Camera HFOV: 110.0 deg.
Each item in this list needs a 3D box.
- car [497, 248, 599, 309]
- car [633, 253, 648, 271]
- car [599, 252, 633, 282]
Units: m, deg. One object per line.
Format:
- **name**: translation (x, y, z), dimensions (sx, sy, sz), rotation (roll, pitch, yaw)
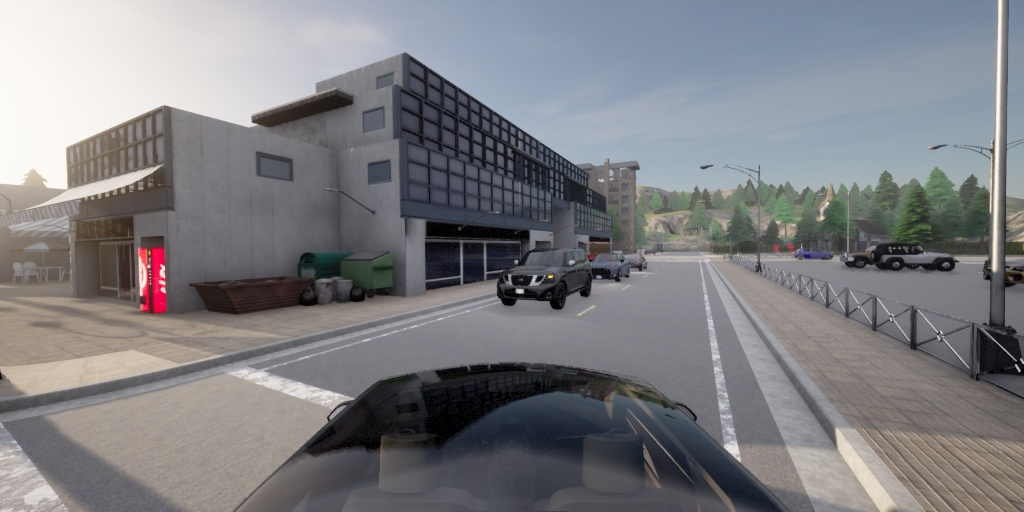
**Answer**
- **car**: translation (1.515, 0.705, 13.909), dimensions (2.150, 2.045, 5.566), rotation (0, 1, 27)
- **car**: translation (10.755, 0.494, 31.724), dimensions (1.812, 1.442, 4.674), rotation (0, 1, 28)
- **car**: translation (6.042, 0.583, 22.642), dimensions (2.097, 1.767, 4.553), rotation (0, 1, 27)
